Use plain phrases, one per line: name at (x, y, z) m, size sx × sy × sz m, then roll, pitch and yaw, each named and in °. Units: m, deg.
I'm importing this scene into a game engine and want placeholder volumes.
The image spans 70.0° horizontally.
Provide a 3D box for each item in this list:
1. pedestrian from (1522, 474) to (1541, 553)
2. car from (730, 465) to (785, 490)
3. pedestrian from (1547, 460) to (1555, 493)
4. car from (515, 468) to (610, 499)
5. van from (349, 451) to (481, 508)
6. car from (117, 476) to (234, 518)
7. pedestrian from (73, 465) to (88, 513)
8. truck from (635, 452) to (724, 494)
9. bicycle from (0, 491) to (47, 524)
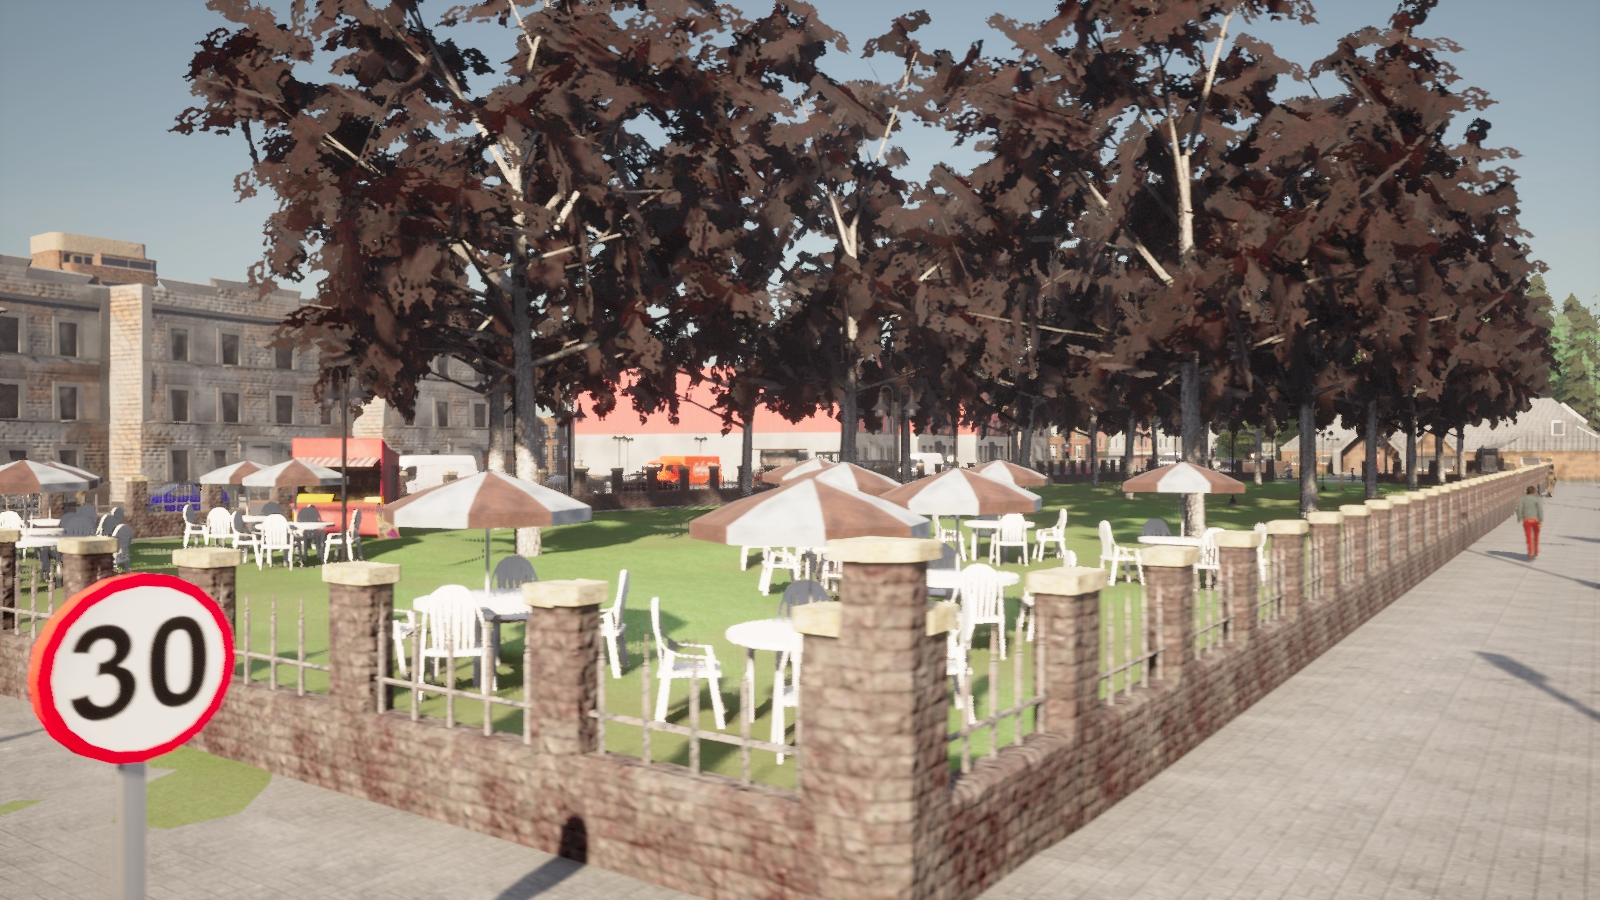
pedestrian at (17.641, 1.524, 27.557) m, size 0.375 × 1.860 × 0.375 m, roll 0°, pitch 0°, yaw 37°
car at (-2.825, 1.805, 76.566) m, size 1.789 × 1.549 × 3.705 m, roll 0°, pitch 0°, yaw 35°
pedestrian at (42.649, 1.524, 64.894) m, size 0.375 × 1.860 × 0.375 m, roll 0°, pitch 0°, yaw 35°
car at (-12.877, 1.813, 62.213) m, size 2.097 × 1.535 × 5.006 m, roll 0°, pitch 0°, yaw 35°
van at (-18.267, 1.313, 54.503) m, size 1.988 × 2.561 × 5.915 m, roll 0°, pitch 0°, yaw 35°
car at (-24.703, 1.817, 45.273) m, size 1.845 × 1.501 × 3.633 m, roll 0°, pitch 0°, yaw 35°
pedestrian at (-28.270, 1.522, 44.873) m, size 0.375 × 1.860 × 0.375 m, roll 0°, pitch 0°, yaw 32°
truck at (-7.332, 1.348, 70.134) m, size 2.627 × 2.467 × 5.204 m, roll 0°, pitch 0°, yaw 35°
bicycle at (-27.872, 2.035, 40.769) m, size 0.859 × 1.080 × 1.487 m, roll 0°, pitch 0°, yaw 35°
